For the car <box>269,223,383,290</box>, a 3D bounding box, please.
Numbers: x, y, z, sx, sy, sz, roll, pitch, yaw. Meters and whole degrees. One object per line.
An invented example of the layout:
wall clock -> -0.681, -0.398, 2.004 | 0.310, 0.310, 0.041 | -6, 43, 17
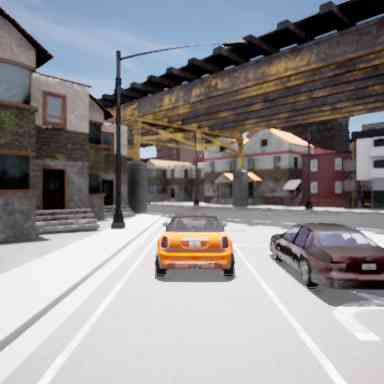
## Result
car -> 3.580, 1.560, 9.212 | 2.033, 1.411, 5.357 | 0, 0, 0

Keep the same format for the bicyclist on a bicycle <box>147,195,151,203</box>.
bicyclist on a bicycle -> -8.494, 1.391, 64.234 | 1.656, 1.620, 0.582 | 0, 0, -45

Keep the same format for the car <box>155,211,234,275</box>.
car -> 0.095, 1.366, 10.645 | 2.097, 1.767, 4.553 | 0, 0, 1
